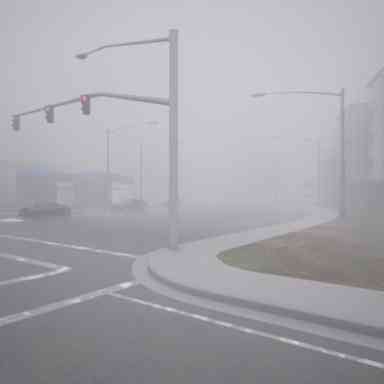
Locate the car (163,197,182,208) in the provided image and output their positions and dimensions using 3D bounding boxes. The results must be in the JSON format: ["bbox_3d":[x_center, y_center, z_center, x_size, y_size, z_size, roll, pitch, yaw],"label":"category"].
[{"bbox_3d":[-2.766,1.483,47.554,1.837,1.490,4.892,0,0,13],"label":"car"}]

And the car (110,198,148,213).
[{"bbox_3d":[-6.928,1.457,36.981,1.882,1.535,5.008,0,0,29],"label":"car"}]

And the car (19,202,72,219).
[{"bbox_3d":[-12.577,1.543,28.708,1.994,1.385,4.181,0,0,36],"label":"car"}]
